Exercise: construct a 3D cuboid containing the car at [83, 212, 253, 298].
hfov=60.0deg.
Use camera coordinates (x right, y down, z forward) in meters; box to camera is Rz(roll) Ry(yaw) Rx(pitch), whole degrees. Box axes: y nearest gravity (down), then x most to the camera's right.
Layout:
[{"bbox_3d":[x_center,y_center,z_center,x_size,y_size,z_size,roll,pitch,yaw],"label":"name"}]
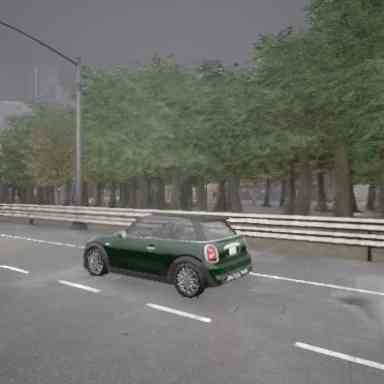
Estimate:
[{"bbox_3d":[-0.810,1.352,8.750,4.553,1.767,2.097,0,0,36],"label":"car"}]
